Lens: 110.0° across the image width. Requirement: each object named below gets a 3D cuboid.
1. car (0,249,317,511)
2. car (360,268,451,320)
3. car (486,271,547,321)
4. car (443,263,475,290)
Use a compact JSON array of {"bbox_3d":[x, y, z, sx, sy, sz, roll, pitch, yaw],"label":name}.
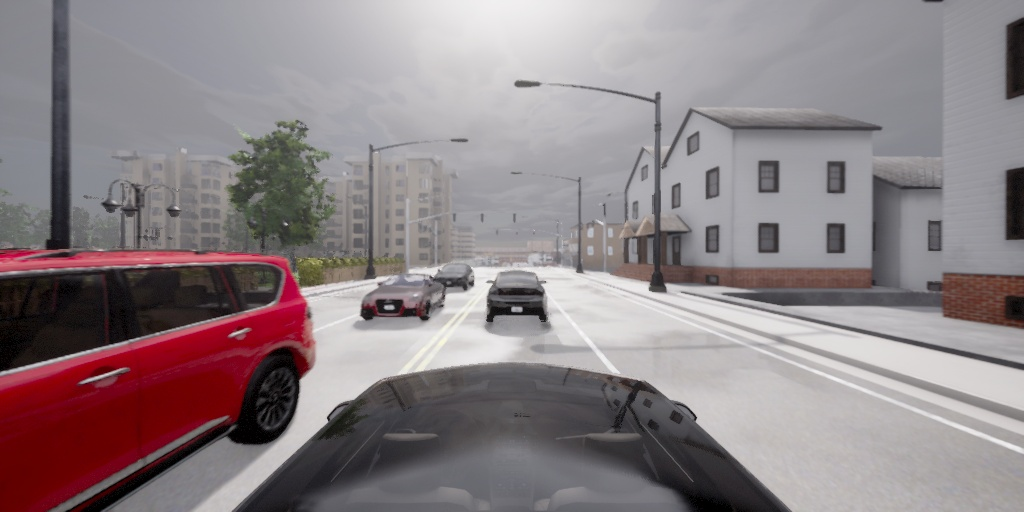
[{"bbox_3d":[-3.609,0.959,2.380,2.150,2.045,5.566,0,0,0],"label":"car"},{"bbox_3d":[-3.541,1.294,12.341,1.994,1.385,4.181,0,0,0],"label":"car"},{"bbox_3d":[0.157,1.248,12.450,1.837,1.490,4.892,0,0,0],"label":"car"},{"bbox_3d":[-3.457,1.201,22.290,1.882,1.535,5.008,0,0,1],"label":"car"}]
